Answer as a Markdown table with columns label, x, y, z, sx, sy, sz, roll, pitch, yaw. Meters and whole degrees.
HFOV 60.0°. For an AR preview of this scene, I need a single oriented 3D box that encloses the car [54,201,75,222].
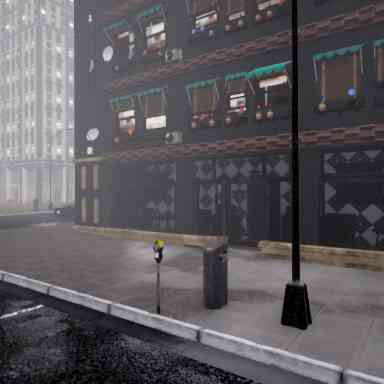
| label | x | y | z | sx | sy | sz | roll | pitch | yaw |
| --- | --- | --- | --- | --- | --- | --- | --- | --- | --- |
| car | -7.266 | 1.279 | 22.770 | 1.947 | 1.339 | 4.313 | 1 | 1 | 35 |
